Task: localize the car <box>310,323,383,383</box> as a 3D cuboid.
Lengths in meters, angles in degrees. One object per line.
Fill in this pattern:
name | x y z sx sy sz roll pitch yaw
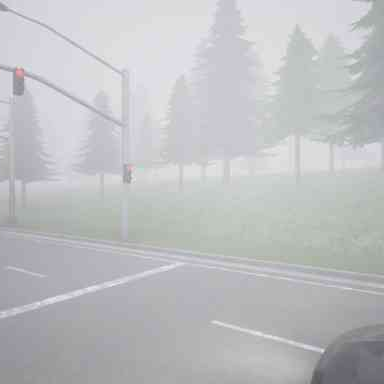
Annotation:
car | 3.161 1.505 1.732 4.892 1.490 1.837 0 0 35
